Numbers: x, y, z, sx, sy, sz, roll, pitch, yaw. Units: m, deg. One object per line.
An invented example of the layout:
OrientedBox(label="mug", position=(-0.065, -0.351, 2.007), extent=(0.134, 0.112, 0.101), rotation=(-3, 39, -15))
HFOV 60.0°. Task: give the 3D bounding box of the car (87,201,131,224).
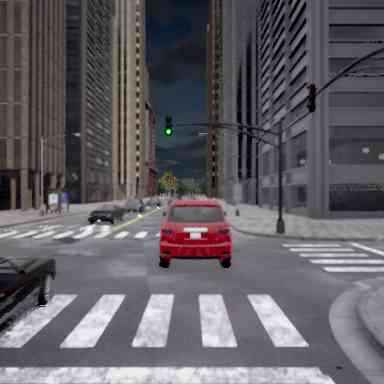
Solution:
OrientedBox(label="car", position=(-6.587, 1.672, 26.287), extent=(2.033, 1.411, 5.357), rotation=(0, 0, 0))

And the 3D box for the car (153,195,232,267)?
OrientedBox(label="car", position=(0.105, 1.280, 11.794), extent=(2.150, 2.045, 5.566), rotation=(0, 0, 0))

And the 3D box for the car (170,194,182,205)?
OrientedBox(label="car", position=(-3.228, 1.514, 68.524), extent=(2.150, 2.045, 5.566), rotation=(0, 0, 0))

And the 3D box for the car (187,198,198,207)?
OrientedBox(label="car", position=(0.018, 1.785, 58.308), extent=(1.837, 1.490, 4.892), rotation=(0, 0, 0))

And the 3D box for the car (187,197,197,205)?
OrientedBox(label="car", position=(0.021, 1.839, 68.528), extent=(2.033, 1.411, 5.357), rotation=(0, 0, 0))

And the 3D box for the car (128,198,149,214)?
OrientedBox(label="car", position=(-6.577, 1.532, 38.181), extent=(2.097, 1.767, 4.553), rotation=(0, 0, -1))

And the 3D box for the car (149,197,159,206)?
OrientedBox(label="car", position=(-6.509, 1.628, 57.522), extent=(2.097, 1.767, 4.553), rotation=(0, 0, 0))

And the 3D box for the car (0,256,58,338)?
OrientedBox(label="car", position=(-3.616, 1.626, 5.102), extent=(1.895, 1.301, 4.718), rotation=(0, 0, -6))
